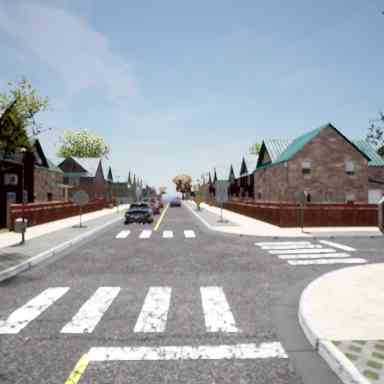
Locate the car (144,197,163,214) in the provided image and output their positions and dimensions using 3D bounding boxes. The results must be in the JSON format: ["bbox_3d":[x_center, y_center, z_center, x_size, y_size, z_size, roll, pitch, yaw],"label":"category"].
[{"bbox_3d":[-4.546,1.434,35.581,2.097,1.767,4.553,0,0,-3],"label":"car"}]

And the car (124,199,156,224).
[{"bbox_3d":[-3.984,1.542,25.417,1.837,1.490,4.892,0,0,-3],"label":"car"}]

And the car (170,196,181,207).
[{"bbox_3d":[-2.755,1.763,55.706,2.033,1.411,5.357,0,0,-3],"label":"car"}]

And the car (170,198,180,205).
[{"bbox_3d":[-3.329,1.857,65.098,1.994,1.385,4.181,0,-1,-3],"label":"car"}]
